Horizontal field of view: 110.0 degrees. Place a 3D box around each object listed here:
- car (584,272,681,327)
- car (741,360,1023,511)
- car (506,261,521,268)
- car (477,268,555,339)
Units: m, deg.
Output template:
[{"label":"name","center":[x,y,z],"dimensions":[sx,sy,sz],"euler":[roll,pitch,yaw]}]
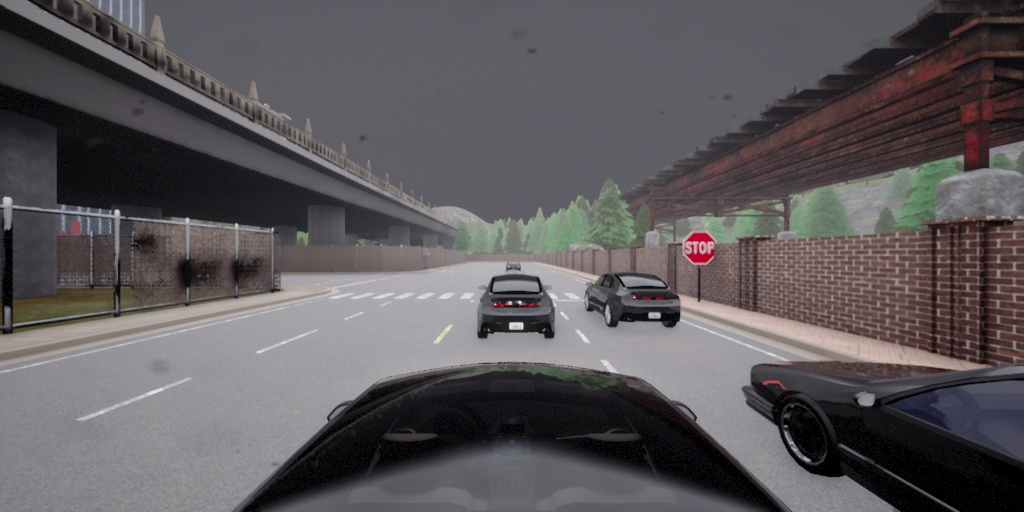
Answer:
[{"label":"car","center":[3.596,1.250,11.443],"dimensions":[1.837,1.490,4.892],"euler":[0,0,0]},{"label":"car","center":[3.600,1.297,1.697],"dimensions":[2.033,1.411,5.357],"euler":[0,0,0]},{"label":"car","center":[0.166,1.328,46.349],"dimensions":[1.895,1.301,4.718],"euler":[0,0,-1]},{"label":"car","center":[0.095,1.250,10.083],"dimensions":[1.837,1.490,4.892],"euler":[0,0,0]}]
